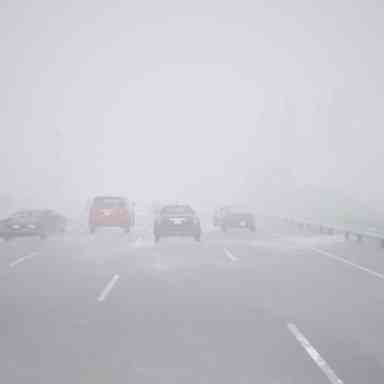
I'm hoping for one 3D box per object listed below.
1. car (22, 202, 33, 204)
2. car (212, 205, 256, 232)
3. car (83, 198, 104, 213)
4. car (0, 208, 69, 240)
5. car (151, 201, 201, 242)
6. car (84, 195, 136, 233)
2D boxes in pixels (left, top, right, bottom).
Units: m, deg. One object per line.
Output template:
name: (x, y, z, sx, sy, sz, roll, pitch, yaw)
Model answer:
car: (-26.474, 1.504, 53.981, 2.033, 1.411, 5.357, 0, 0, -18)
car: (2.413, 1.486, 19.676, 1.812, 1.442, 4.674, 0, 0, -6)
car: (-11.065, 1.460, 37.571, 1.837, 1.490, 4.892, 0, 0, -12)
car: (-7.810, 1.533, 16.808, 2.033, 1.411, 5.357, 0, 0, -6)
car: (-0.810, 1.324, 16.550, 2.097, 1.767, 4.553, 0, 0, -5)
car: (-4.612, 1.196, 19.674, 2.150, 2.045, 5.566, 0, 0, -6)
